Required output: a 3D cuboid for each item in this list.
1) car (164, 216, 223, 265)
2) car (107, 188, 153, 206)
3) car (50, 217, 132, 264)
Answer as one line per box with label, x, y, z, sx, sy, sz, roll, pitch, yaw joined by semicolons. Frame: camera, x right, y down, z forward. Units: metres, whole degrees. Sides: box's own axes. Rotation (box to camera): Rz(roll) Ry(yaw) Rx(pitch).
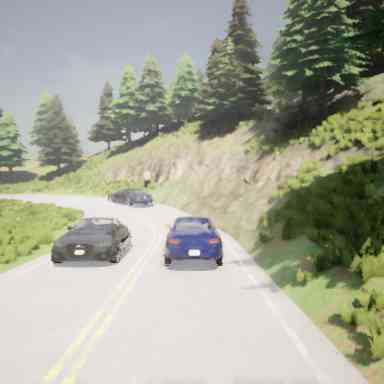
car;0.018;1.566;11.729;1.812;1.442;4.674;0;0;-1
car;-5.563;0.382;29.573;2.033;1.411;5.357;-4;6;-41
car;-3.370;1.610;11.878;1.994;1.385;4.181;0;0;-1
